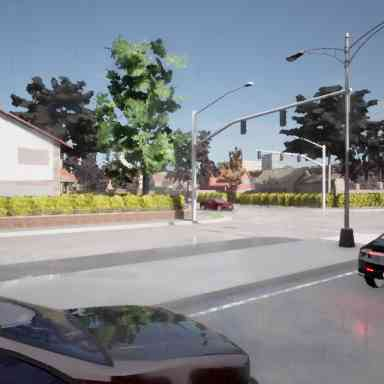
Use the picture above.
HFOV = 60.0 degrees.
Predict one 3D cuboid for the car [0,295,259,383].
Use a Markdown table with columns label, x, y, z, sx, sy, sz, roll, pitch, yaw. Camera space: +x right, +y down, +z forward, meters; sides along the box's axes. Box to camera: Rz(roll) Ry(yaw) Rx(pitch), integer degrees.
| label | x | y | z | sx | sy | sz | roll | pitch | yaw |
| --- | --- | --- | --- | --- | --- | --- | --- | --- | --- |
| car | -1.984 | 1.547 | 2.333 | 5.357 | 1.411 | 2.033 | 0 | 0 | -35 |

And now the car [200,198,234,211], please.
| label | x | y | z | sx | sy | sz | roll | pitch | yaw |
| --- | --- | --- | --- | --- | --- | --- | --- | --- | --- |
| car | 2.950 | 1.478 | 40.288 | 1.882 | 1.535 | 5.008 | 0 | 0 | -36 |

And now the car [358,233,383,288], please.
| label | x | y | z | sx | sy | sz | roll | pitch | yaw |
| --- | --- | --- | --- | --- | --- | --- | --- | --- | --- |
| car | 5.935 | 1.492 | 8.018 | 4.902 | 1.511 | 2.128 | 0 | 0 | -35 |

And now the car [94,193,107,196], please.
| label | x | y | z | sx | sy | sz | roll | pitch | yaw |
| --- | --- | --- | --- | --- | --- | --- | --- | --- | --- |
| car | -19.336 | 1.212 | 71.105 | 2.150 | 2.045 | 5.566 | 0 | 0 | -36 |
